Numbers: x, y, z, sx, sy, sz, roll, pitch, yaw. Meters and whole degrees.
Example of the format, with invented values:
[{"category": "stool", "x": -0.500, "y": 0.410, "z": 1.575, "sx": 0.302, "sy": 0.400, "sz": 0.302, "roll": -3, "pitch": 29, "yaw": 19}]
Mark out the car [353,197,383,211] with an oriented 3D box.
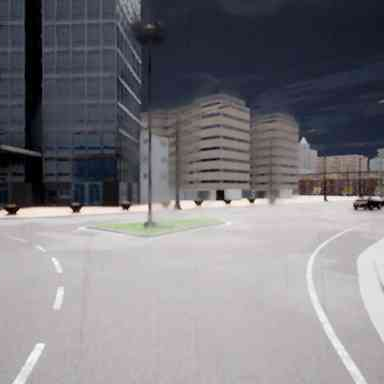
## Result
[{"category": "car", "x": 20.050, "y": 1.303, "z": 38.016, "sx": 4.902, "sy": 1.511, "sz": 2.128, "roll": 0, "pitch": 0, "yaw": -44}]
